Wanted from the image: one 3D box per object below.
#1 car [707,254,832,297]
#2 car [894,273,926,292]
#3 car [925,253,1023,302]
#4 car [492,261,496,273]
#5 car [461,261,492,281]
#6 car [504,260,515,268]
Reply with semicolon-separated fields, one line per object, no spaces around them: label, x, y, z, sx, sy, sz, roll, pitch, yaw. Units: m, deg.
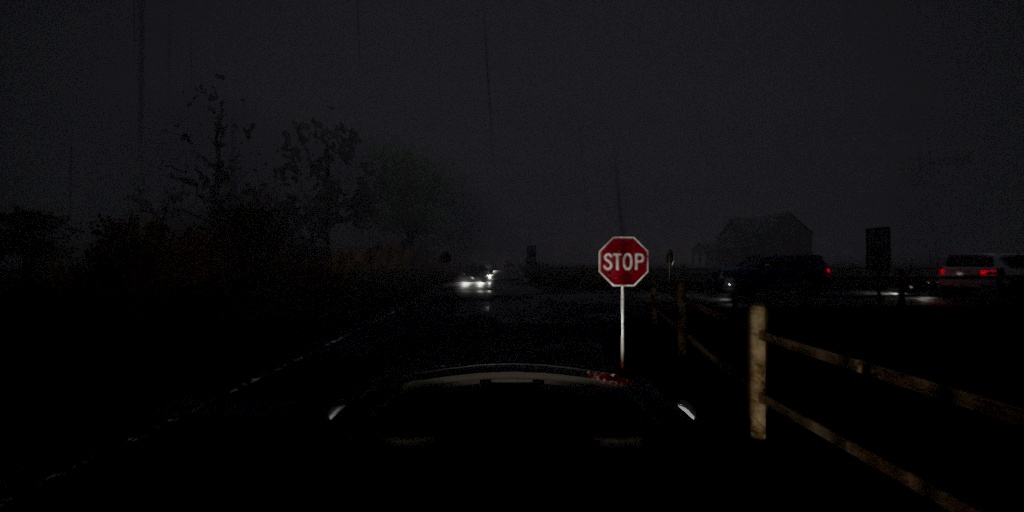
car;13.099;0.945;18.408;5.566;2.045;2.150;0;-1;-1
car;23.348;1.227;18.660;5.357;1.411;2.033;0;-1;-2
car;22.235;0.879;15.713;5.566;2.045;2.150;0;-1;-1
car;-3.202;1.313;41.793;1.812;1.442;4.674;0;0;-1
car;-3.108;1.332;30.697;2.033;1.411;5.357;0;0;0
car;-0.446;1.332;61.509;2.033;1.411;5.357;0;0;-1
